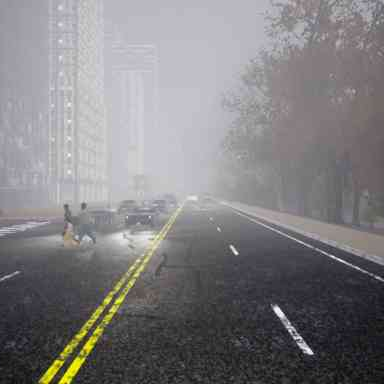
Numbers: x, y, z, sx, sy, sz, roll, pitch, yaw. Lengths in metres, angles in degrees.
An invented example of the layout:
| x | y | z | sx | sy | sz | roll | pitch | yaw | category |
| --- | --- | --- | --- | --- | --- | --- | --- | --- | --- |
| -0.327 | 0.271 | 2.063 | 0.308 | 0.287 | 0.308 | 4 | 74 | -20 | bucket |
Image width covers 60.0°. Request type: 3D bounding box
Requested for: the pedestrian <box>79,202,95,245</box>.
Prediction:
| x | y | z | sx | sy | sz | roll | pitch | yaw | category |
| --- | --- | --- | --- | --- | --- | --- | --- | --- | --- |
| -4.530 | 1.316 | 14.234 | 0.375 | 1.860 | 0.375 | 0 | 0 | 0 | pedestrian |

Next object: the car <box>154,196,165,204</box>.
| x | y | z | sx | sy | sz | roll | pitch | yaw | category |
| --- | --- | --- | --- | --- | --- | --- | --- | --- | --- |
| -6.516 | 1.535 | 67.541 | 1.812 | 1.442 | 4.674 | 0 | 0 | 0 | car |

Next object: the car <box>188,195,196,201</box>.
| x | y | z | sx | sy | sz | roll | pitch | yaw | category |
| --- | --- | --- | --- | --- | --- | --- | --- | --- | --- |
| -0.005 | 1.433 | 80.124 | 2.033 | 1.411 | 5.357 | 0 | 0 | 0 | car |

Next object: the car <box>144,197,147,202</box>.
| x | y | z | sx | sy | sz | roll | pitch | yaw | category |
| --- | --- | --- | --- | --- | --- | --- | --- | --- | --- |
| -6.599 | 1.494 | 50.617 | 2.128 | 1.511 | 4.902 | 0 | 0 | 0 | car |

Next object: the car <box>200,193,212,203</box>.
| x | y | z | sx | sy | sz | roll | pitch | yaw | category |
| --- | --- | --- | --- | --- | --- | --- | --- | --- | --- |
| 3.244 | 1.526 | 69.730 | 2.128 | 1.511 | 4.902 | 0 | 0 | 0 | car |

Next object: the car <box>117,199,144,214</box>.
| x | y | z | sx | sy | sz | roll | pitch | yaw | category |
| --- | --- | --- | --- | --- | --- | --- | --- | --- | --- |
| -6.602 | 1.506 | 34.908 | 1.837 | 1.490 | 4.892 | 0 | 0 | 0 | car |

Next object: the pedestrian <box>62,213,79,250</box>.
| x | y | z | sx | sy | sz | roll | pitch | yaw | category |
| --- | --- | --- | --- | --- | --- | --- | --- | --- | --- |
| -4.738 | 1.573 | 12.949 | 0.375 | 1.300 | 0.375 | 0 | 0 | 0 | pedestrian |

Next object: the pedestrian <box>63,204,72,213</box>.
| x | y | z | sx | sy | sz | roll | pitch | yaw | category |
| --- | --- | --- | --- | --- | --- | --- | --- | --- | --- |
| -5.069 | 1.302 | 13.571 | 0.375 | 1.860 | 0.375 | 0 | 0 | 0 | pedestrian |

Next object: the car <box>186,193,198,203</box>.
| x | y | z | sx | sy | sz | roll | pitch | yaw | category |
| --- | --- | --- | --- | --- | --- | --- | --- | --- | --- |
| -0.004 | 1.226 | 69.760 | 2.150 | 2.045 | 5.566 | 0 | 0 | 0 | car |

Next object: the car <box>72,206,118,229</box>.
| x | y | z | sx | sy | sz | roll | pitch | yaw | category |
| --- | --- | --- | --- | --- | --- | --- | --- | --- | --- |
| -6.622 | 1.689 | 22.358 | 1.895 | 1.301 | 4.718 | -1 | 0 | 0 | car |

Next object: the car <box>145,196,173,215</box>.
| x | y | z | sx | sy | sz | roll | pitch | yaw | category |
| --- | --- | --- | --- | --- | --- | --- | --- | --- | --- |
| -3.353 | 1.502 | 34.684 | 1.837 | 1.490 | 4.892 | 0 | 1 | 0 | car |

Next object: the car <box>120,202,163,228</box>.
| x | y | z | sx | sy | sz | roll | pitch | yaw | category |
| --- | --- | --- | --- | --- | --- | --- | --- | --- | --- |
| -3.366 | 1.657 | 23.011 | 1.895 | 1.301 | 4.718 | 0 | 0 | 0 | car |

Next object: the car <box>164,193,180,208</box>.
| x | y | z | sx | sy | sz | roll | pitch | yaw | category |
| --- | --- | --- | --- | --- | --- | --- | --- | --- | --- |
| -3.350 | 1.227 | 49.873 | 2.150 | 2.045 | 5.566 | 0 | 0 | 0 | car |
